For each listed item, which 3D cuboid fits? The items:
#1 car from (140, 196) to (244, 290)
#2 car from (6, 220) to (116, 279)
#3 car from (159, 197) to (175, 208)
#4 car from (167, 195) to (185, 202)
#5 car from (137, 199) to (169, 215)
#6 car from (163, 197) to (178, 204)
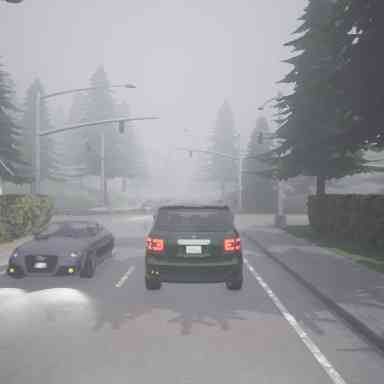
[{"bbox_3d":[0.052,1.221,9.197,2.150,2.045,5.566,0,0,0],"label":"car"},{"bbox_3d":[-3.613,1.564,9.944,1.994,1.385,4.181,0,0,0],"label":"car"},{"bbox_3d":[-3.668,1.492,49.718,2.128,1.511,4.902,0,0,0],"label":"car"},{"bbox_3d":[-3.625,1.524,74.147,1.812,1.442,4.674,0,0,-35],"label":"car"},{"bbox_3d":[-3.939,1.487,34.484,2.128,1.511,4.902,0,0,8],"label":"car"},{"bbox_3d":[-4.421,1.601,67.421,1.895,1.301,4.718,0,0,-16],"label":"car"}]
